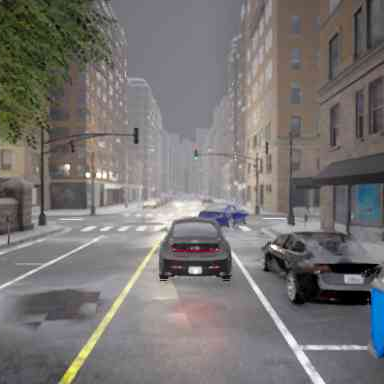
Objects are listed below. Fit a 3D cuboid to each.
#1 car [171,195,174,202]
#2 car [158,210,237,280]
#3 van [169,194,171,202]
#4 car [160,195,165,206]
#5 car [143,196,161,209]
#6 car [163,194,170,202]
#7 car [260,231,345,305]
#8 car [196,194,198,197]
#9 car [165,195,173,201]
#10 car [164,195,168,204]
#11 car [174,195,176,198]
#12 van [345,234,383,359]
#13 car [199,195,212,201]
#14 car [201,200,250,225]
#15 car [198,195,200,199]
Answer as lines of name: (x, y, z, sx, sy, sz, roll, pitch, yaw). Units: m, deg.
car: (-5.701, 1.607, 73.195, 2.008, 1.369, 4.403, 0, 0, 0)
car: (0.084, 1.514, 9.958, 1.837, 1.490, 4.892, 0, 0, 0)
van: (-5.700, 1.389, 67.744, 1.690, 1.788, 3.998, 0, 0, 0)
car: (-5.691, 1.581, 51.391, 2.008, 1.369, 4.403, 0, 0, 0)
car: (-5.689, 1.551, 45.771, 1.752, 1.417, 4.829, 0, 0, 0)
car: (-5.697, 1.586, 62.293, 1.887, 1.381, 4.507, 0, 0, 0)
car: (2.853, 1.572, 7.956, 1.947, 1.339, 4.313, 0, 0, 0)
car: (2.816, 1.608, 89.745, 1.752, 1.417, 4.829, 0, 0, 0)
car: (-5.706, 1.599, 83.926, 1.752, 1.417, 4.829, 0, 0, 0)
car: (-5.694, 1.580, 56.843, 1.887, 1.381, 4.507, 0, 0, 0)
car: (-5.705, 1.380, 78.646, 2.192, 1.841, 5.009, 0, 0, 0)
van: (2.855, 1.343, 2.296, 1.690, 1.788, 3.998, 0, 0, 0)
car: (2.828, 1.481, 62.333, 1.967, 1.590, 4.097, 0, 0, 0)
car: (2.226, 1.492, 21.710, 1.882, 1.535, 5.008, 0, 0, 29)
car: (2.824, 1.606, 73.230, 2.008, 1.369, 4.403, 0, 0, 0)
